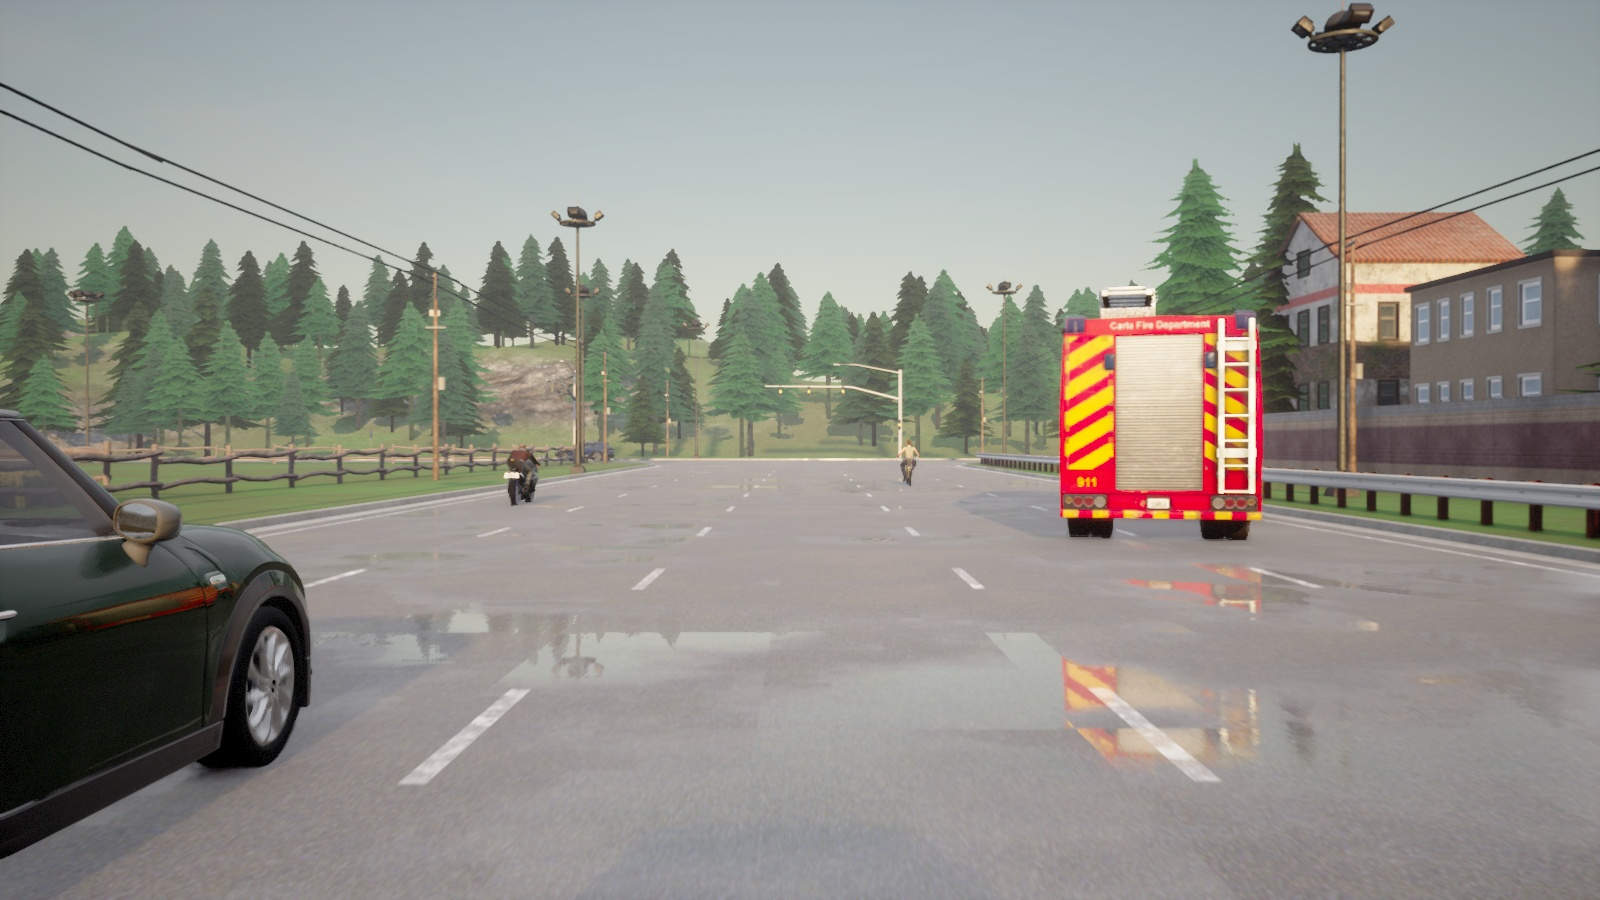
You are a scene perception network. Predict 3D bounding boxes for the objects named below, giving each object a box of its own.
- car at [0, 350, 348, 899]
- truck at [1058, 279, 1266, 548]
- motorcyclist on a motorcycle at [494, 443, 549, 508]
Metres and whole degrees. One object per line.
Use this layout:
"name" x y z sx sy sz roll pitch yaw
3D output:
"car" -3.459 0.577 4.391 2.097 1.767 4.553 0 0 0
"truck" 6.318 -0.539 22.341 2.891 3.827 8.468 0 0 15
"motorcyclist on a motorcycle" -6.809 0.602 30.794 0.866 1.530 2.191 0 0 0
